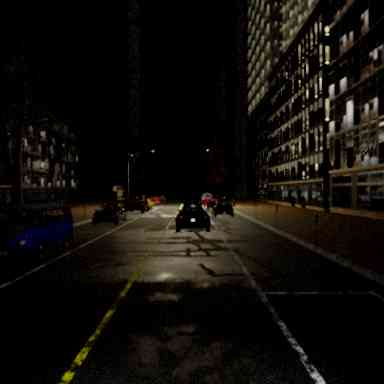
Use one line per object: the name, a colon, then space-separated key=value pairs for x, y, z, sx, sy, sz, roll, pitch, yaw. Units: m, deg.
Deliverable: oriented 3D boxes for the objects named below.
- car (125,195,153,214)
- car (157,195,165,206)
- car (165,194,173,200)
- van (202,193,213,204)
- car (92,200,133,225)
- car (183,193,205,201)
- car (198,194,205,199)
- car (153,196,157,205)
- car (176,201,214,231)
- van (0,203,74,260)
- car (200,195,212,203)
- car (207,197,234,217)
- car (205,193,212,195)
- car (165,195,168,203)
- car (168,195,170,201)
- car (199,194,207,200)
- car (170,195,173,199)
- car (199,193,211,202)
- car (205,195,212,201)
car: x=-5.739 y=1.225 z=34.814 sx=2.192 sy=1.841 sz=5.009 roll=0 pitch=0 yaw=0
car: x=-5.757 y=1.394 z=51.819 sx=1.887 sy=1.381 sz=4.507 roll=0 pitch=0 yaw=0
car: x=-5.797 y=1.306 z=85.827 sx=1.802 sy=1.307 sz=4.206 roll=0 pitch=0 yaw=0
van: x=2.615 y=1.118 z=57.494 sx=1.690 sy=1.788 sz=3.998 roll=0 pitch=0 yaw=0
car: x=-5.724 y=1.501 z=23.479 sx=2.008 sy=1.369 sz=4.403 roll=0 pitch=0 yaw=0
car: x=0.041 y=1.215 z=37.978 sx=2.097 sy=1.767 sz=4.553 roll=0 pitch=0 yaw=0
car: x=2.577 y=1.216 z=91.504 sx=1.947 sy=1.339 sz=4.313 roll=0 pitch=0 yaw=0
car: x=-5.744 y=1.416 z=40.313 sx=1.752 sy=1.417 sz=4.829 roll=0 pitch=0 yaw=0
car: x=0.057 y=1.491 z=19.953 sx=1.994 sy=1.385 sz=4.181 roll=0 pitch=0 yaw=0
van: x=-5.712 y=1.332 z=12.143 sx=1.690 sy=1.788 sz=3.998 roll=0 pitch=0 yaw=0
car: x=2.610 y=1.307 z=63.164 sx=2.008 sy=1.369 sz=4.403 roll=0 pitch=0 yaw=0
car: x=2.650 y=1.429 z=29.156 sx=2.008 sy=1.369 sz=4.403 roll=0 pitch=0 yaw=0
car: x=2.623 y=1.342 z=51.828 sx=1.887 sy=1.381 sz=4.507 roll=0 pitch=0 yaw=0
car: x=-5.764 y=1.395 z=57.487 sx=1.947 sy=1.339 sz=4.313 roll=0 pitch=0 yaw=0
car: x=-5.770 y=1.334 z=62.985 sx=1.752 sy=1.417 sz=4.829 roll=0 pitch=0 yaw=0
car: x=2.590 y=1.275 z=80.168 sx=1.802 sy=1.307 sz=4.206 roll=0 pitch=0 yaw=0
car: x=-5.784 y=1.332 z=74.490 sx=1.947 sy=1.339 sz=4.313 roll=0 pitch=0 yaw=0
car: x=2.601 y=1.051 z=68.831 sx=2.192 sy=1.841 sz=5.009 roll=0 pitch=0 yaw=0
car: x=2.636 y=1.383 z=40.492 sx=1.887 sy=1.381 sz=4.507 roll=0 pitch=0 yaw=0
